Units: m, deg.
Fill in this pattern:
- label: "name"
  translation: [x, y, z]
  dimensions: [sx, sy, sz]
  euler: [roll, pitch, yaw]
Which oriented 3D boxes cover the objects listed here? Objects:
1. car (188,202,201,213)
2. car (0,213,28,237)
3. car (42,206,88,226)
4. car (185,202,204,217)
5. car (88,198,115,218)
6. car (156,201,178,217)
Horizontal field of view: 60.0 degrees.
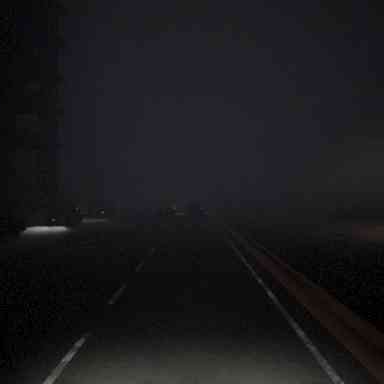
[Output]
- label: "car"
  translation: [0.414, 2.207, 49.022]
  dimensions: [1.837, 1.490, 4.892]
  euler: [0, 0, 1]
- label: "car"
  translation: [-10.458, 1.778, 17.005]
  dimensions: [2.033, 1.411, 5.357]
  euler: [0, -1, 0]
- label: "car"
  translation: [-10.364, 1.939, 26.936]
  dimensions: [1.994, 1.385, 4.181]
  euler: [0, -1, 1]
- label: "car"
  translation: [0.316, 1.898, 38.327]
  dimensions: [2.097, 1.767, 4.553]
  euler: [0, -1, 0]
- label: "car"
  translation: [-10.244, 1.749, 37.526]
  dimensions: [2.150, 2.045, 5.566]
  euler: [0, -1, 1]
- label: "car"
  translation: [-3.076, 2.121, 39.204]
  dimensions: [1.994, 1.385, 4.181]
  euler: [0, -1, 0]
